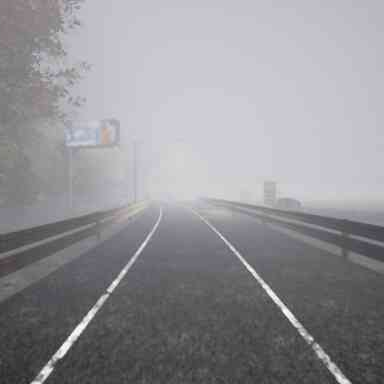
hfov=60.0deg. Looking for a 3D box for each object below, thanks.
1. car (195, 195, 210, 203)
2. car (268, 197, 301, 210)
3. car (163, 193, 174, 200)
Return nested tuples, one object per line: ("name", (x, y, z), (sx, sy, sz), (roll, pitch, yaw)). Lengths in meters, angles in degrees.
("car", (2.045, 1.438, 66.053), (1.837, 1.490, 4.892), (0, 0, -18))
("car", (10.903, 1.368, 39.504), (1.837, 1.490, 4.892), (0, 0, -18))
("car", (-6.526, 1.210, 91.734), (2.150, 2.045, 5.566), (0, 0, -18))
